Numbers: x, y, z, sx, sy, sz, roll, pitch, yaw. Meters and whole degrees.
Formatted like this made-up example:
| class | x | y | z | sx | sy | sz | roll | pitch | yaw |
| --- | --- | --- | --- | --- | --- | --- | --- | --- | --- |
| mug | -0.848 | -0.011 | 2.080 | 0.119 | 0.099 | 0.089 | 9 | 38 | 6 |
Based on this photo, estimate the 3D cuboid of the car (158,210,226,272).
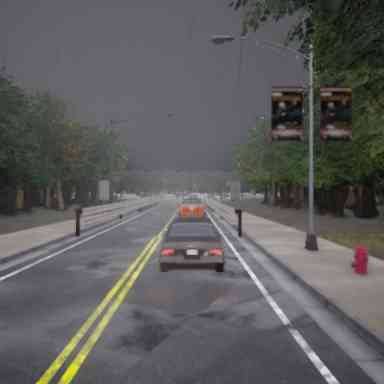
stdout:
| class | x | y | z | sx | sy | sz | roll | pitch | yaw |
| --- | --- | --- | --- | --- | --- | --- | --- | --- | --- |
| car | 0.013 | 1.524 | 10.687 | 2.033 | 1.411 | 5.357 | 0 | 0 | 0 |

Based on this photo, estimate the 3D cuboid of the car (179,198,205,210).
| class | x | y | z | sx | sy | sz | roll | pitch | yaw |
| --- | --- | --- | --- | --- | --- | --- | --- | --- | --- |
| car | -0.001 | 1.291 | 27.781 | 2.097 | 1.767 | 4.553 | 0 | 0 | 0 |
